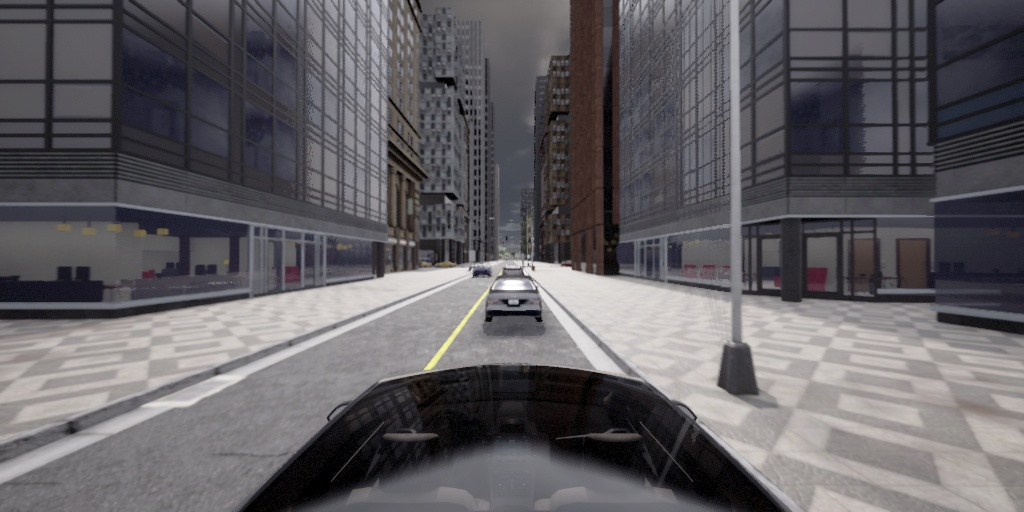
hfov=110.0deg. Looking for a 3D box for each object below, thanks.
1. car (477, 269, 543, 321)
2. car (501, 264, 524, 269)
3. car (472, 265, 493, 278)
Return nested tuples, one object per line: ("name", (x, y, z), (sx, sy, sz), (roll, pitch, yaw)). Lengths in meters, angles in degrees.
("car", (0.064, 1.371, 12.742), (2.033, 1.411, 5.357), (0, 0, 0))
("car", (0.083, 1.443, 32.632), (2.128, 1.511, 4.902), (0, 0, 0))
("car", (-3.104, 1.588, 38.314), (1.895, 1.301, 4.718), (0, 0, 0))
